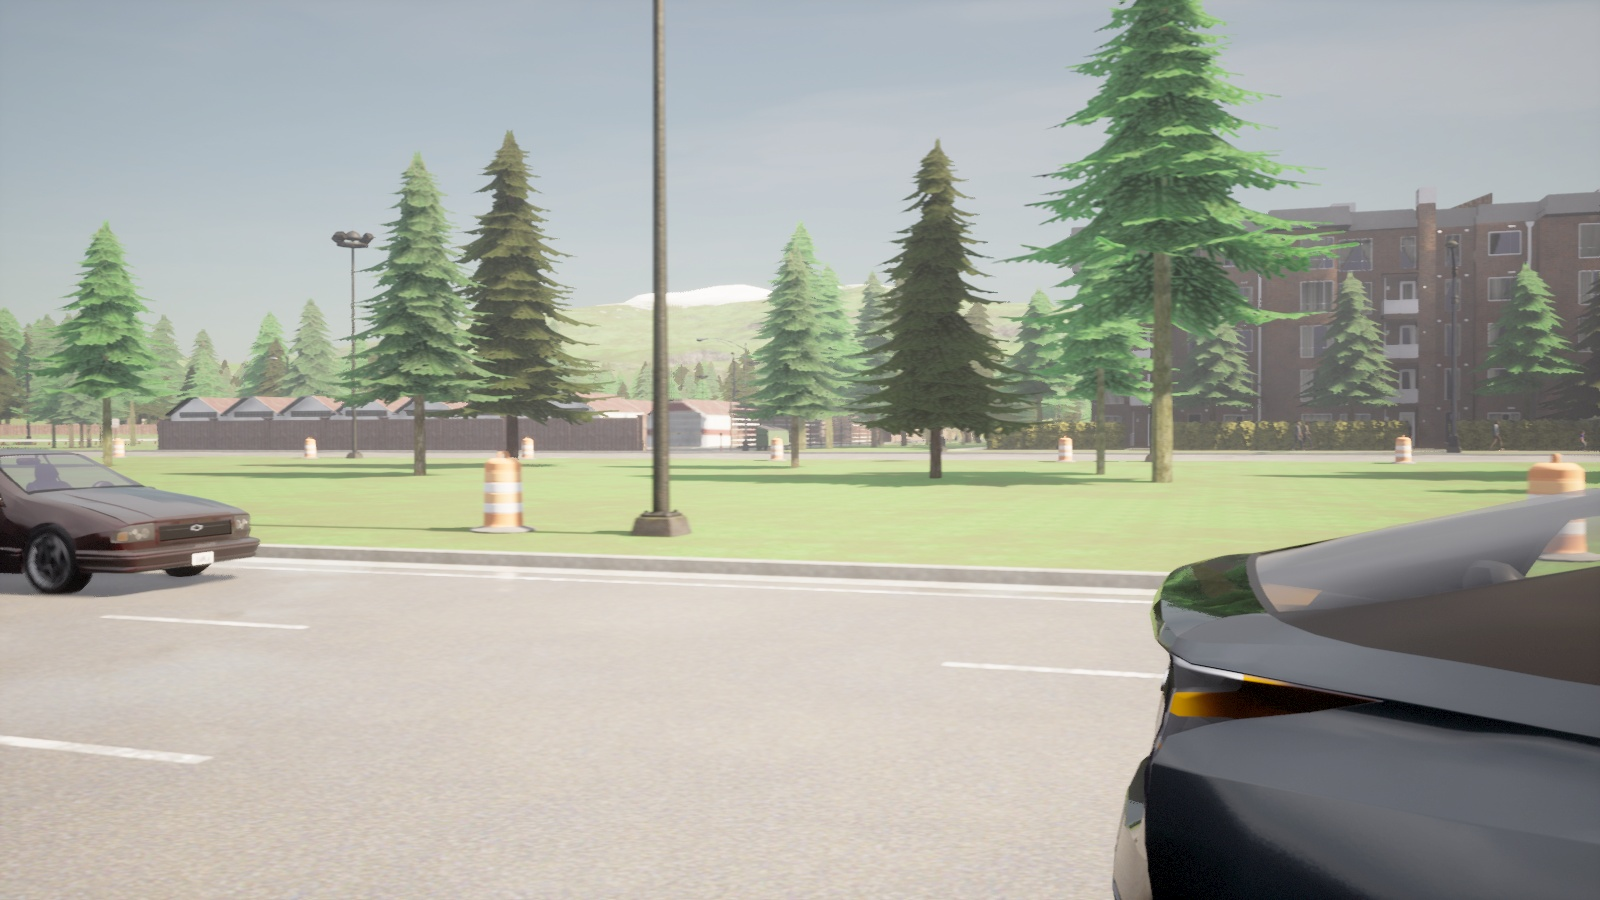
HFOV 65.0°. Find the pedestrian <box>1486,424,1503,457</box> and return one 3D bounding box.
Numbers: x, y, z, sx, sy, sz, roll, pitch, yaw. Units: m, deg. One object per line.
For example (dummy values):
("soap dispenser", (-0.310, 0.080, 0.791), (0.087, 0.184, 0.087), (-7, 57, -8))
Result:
("pedestrian", (40.616, -0.567, 73.407), (0.788, 1.949, 0.423), (1, 1, 19))

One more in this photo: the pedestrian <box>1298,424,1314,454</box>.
("pedestrian", (31.102, -0.664, 77.221), (0.869, 1.805, 0.328), (1, 1, 19))

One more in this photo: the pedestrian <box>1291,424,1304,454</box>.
("pedestrian", (30.448, -0.661, 76.838), (0.694, 1.848, 0.540), (1, 1, 19))

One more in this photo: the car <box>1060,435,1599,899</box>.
("car", (2.872, 0.749, 2.226), (4.514, 1.525, 2.007), (1, 1, 19))

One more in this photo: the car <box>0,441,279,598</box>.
("car", (-8.488, 0.627, 13.434), (5.357, 1.411, 2.033), (1, 1, 19))
